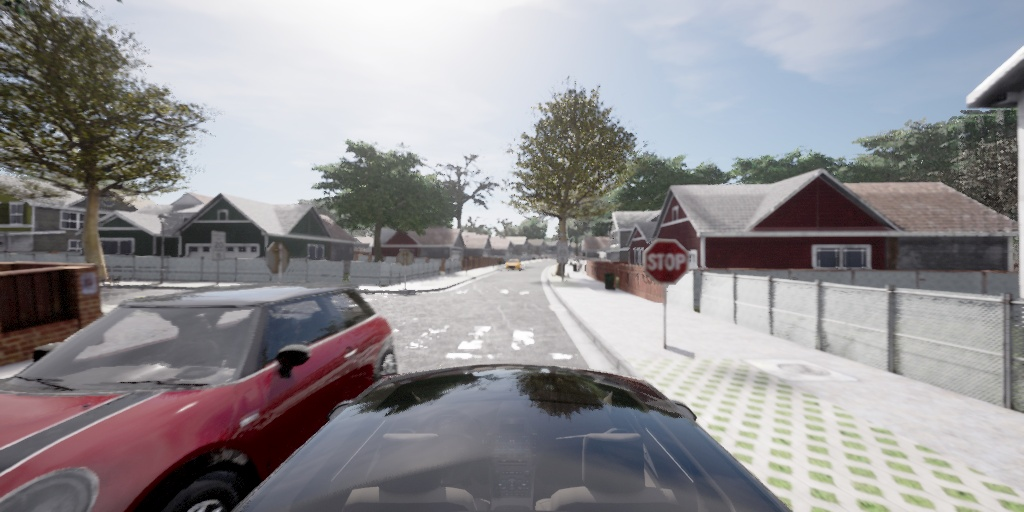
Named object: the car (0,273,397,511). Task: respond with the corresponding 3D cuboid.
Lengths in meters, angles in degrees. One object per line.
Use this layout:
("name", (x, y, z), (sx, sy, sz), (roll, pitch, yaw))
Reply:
("car", (-2.721, 1.106, 3.305), (2.097, 1.767, 4.553), (0, 0, 0))

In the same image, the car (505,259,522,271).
("car", (0.247, 1.216, 50.356), (1.882, 1.535, 5.008), (0, 0, 6))
